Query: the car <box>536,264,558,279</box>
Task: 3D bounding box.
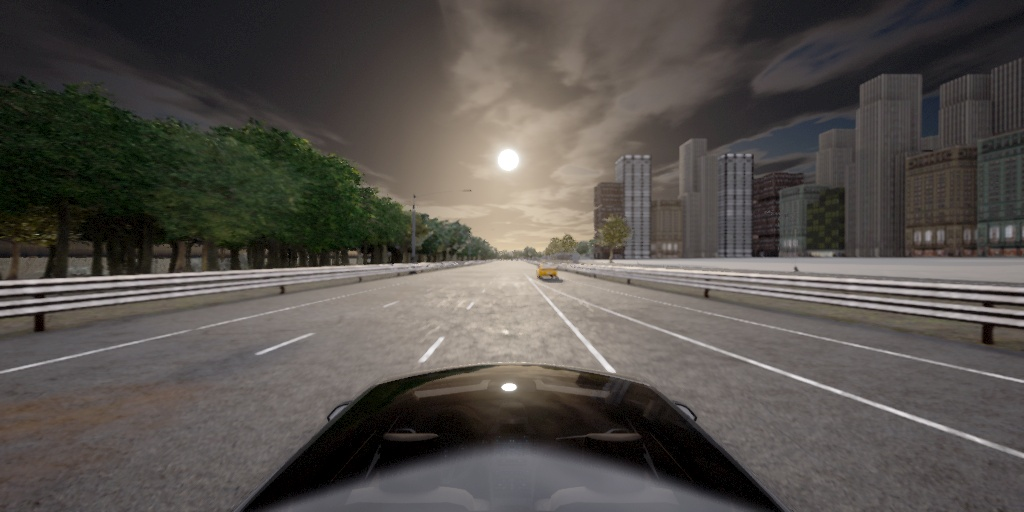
[{"bbox_3d":[3.674,1.587,38.453,1.882,1.535,5.008,0,-1,-2],"label":"car"}]
